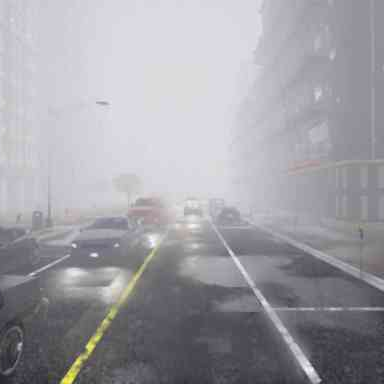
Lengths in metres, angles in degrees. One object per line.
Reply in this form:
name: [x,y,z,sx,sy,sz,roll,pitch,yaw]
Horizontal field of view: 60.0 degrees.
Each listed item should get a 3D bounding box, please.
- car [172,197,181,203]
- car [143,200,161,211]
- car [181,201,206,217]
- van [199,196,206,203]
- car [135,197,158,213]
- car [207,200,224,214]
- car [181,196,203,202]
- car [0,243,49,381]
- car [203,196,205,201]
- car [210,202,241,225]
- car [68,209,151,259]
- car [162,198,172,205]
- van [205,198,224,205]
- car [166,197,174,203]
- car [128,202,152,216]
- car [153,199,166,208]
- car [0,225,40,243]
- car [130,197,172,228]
car: [-2.993,1.816,74.691,1.812,1.442,4.674,0,0,0]
car: [-5.689,1.881,47.655,2.008,1.369,4.403,0,0,0]
car: [0.103,1.826,33.402,1.895,1.301,4.718,0,0,0]
van: [2.695,1.973,86.315,1.690,1.788,3.998,0,0,0]
car: [-5.689,1.604,42.133,2.192,1.841,5.009,0,0,0]
car: [2.691,1.735,31.256,1.752,1.417,4.829,0,0,0]
car: [0.013,1.529,44.381,2.150,2.045,5.566,0,0,0]
car: [-3.101,1.567,2.758,2.033,1.411,5.357,0,0,0]
car: [2.356,1.925,65.788,1.801,1.575,5.366,0,0,0]
car: [2.691,1.736,25.563,1.947,1.339,4.313,0,0,0]
car: [-3.099,1.635,13.218,2.033,1.411,5.357,0,0,0]
car: [-5.686,2.108,75.268,1.947,1.339,4.313,0,0,0]
van: [2.691,1.589,36.611,1.690,1.788,3.998,0,0,0]
car: [-5.686,2.072,86.315,1.967,1.590,4.097,0,0,0]
car: [-5.690,1.814,36.610,1.947,1.339,4.313,0,0,0]
car: [-5.688,1.964,58.701,2.008,1.369,4.403,0,0,0]
car: [-5.692,1.626,8.996,1.947,1.339,4.313,0,0,0]
car: [-3.050,1.380,23.862,2.150,2.045,5.566,0,0,3]
